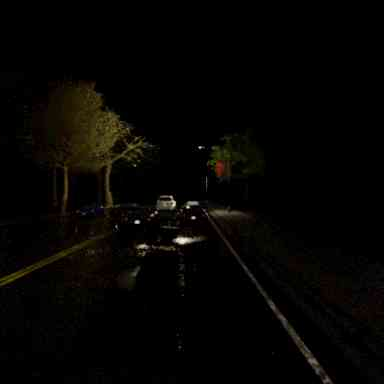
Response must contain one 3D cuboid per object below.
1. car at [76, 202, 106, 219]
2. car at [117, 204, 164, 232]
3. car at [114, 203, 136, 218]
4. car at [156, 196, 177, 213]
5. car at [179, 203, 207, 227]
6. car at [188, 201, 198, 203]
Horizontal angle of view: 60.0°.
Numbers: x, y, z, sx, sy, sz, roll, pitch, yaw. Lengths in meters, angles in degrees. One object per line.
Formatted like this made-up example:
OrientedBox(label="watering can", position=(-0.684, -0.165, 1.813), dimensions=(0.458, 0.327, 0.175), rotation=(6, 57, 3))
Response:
OrientedBox(label="car", position=(-9.764, 1.756, 32.420), dimensions=(1.812, 1.442, 4.674), rotation=(0, -1, 1))
OrientedBox(label="car", position=(-3.146, 1.714, 21.105), dimensions=(1.994, 1.385, 4.181), rotation=(0, 0, 0))
OrientedBox(label="car", position=(-6.496, 1.788, 33.906), dimensions=(2.033, 1.411, 5.357), rotation=(0, 0, 0))
OrientedBox(label="car", position=(-3.144, 1.514, 40.779), dimensions=(2.150, 2.045, 5.566), rotation=(0, 0, -1))
OrientedBox(label="car", position=(0.104, 1.739, 24.609), dimensions=(1.994, 1.385, 4.181), rotation=(0, 0, 0))
OrientedBox(label="car", position=(0.107, 1.846, 41.638), dimensions=(2.033, 1.411, 5.357), rotation=(0, 0, 0))
